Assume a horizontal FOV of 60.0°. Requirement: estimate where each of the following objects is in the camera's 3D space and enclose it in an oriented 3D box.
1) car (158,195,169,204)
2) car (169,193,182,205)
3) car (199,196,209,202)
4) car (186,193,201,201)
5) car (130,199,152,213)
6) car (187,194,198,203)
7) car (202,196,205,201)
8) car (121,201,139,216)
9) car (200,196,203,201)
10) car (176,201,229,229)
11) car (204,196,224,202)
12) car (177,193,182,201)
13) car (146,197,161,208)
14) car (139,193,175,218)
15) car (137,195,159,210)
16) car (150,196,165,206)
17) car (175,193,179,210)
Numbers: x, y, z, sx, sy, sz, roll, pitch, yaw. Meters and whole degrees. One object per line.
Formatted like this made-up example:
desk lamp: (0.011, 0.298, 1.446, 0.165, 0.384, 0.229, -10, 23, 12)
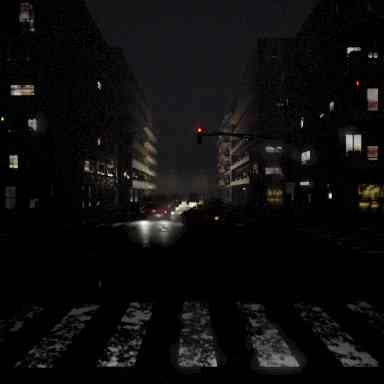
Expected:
car: (-5.610, 1.464, 66.250, 1.967, 1.590, 4.097, 0, 0, 0)
car: (-2.968, 1.242, 60.497, 2.150, 2.045, 5.566, 0, 0, 1)
car: (2.784, 1.584, 77.605, 2.008, 1.369, 4.403, 0, 0, 0)
car: (0.174, 1.241, 59.308, 2.150, 2.045, 5.566, 0, 0, 0)
car: (-5.645, 1.533, 37.667, 1.752, 1.417, 4.829, 0, 0, 0)
car: (0.109, 1.382, 70.821, 2.097, 1.767, 4.553, 0, 0, 0)
car: (2.743, 1.451, 43.511, 1.967, 1.590, 4.097, 0, 0, 0)
car: (-5.651, 1.572, 32.154, 1.947, 1.339, 4.313, 0, 0, 0)
car: (2.757, 1.598, 54.876, 1.802, 1.307, 4.206, 0, 0, 0)
car: (0.757, 1.568, 22.026, 1.994, 1.385, 4.181, 0, 0, -23)
car: (2.736, 1.448, 37.829, 1.967, 1.590, 4.097, 0, 0, 0)
car: (-3.028, 1.366, 49.937, 2.097, 1.767, 4.553, 0, 0, 0)
car: (-5.631, 1.539, 49.032, 1.752, 1.417, 4.829, 0, 0, 0)
car: (-3.081, 1.227, 30.126, 2.150, 2.045, 5.566, 0, 0, 1)
car: (-5.638, 1.326, 43.519, 2.192, 1.841, 5.009, 0, 0, 0)
car: (-5.624, 1.457, 54.884, 1.967, 1.590, 4.097, 0, 0, 0)
car: (-3.048, 1.361, 40.038, 2.097, 1.767, 4.553, 0, 0, 0)
